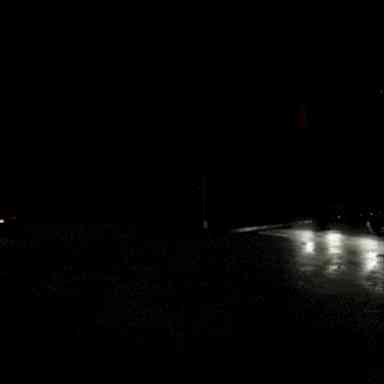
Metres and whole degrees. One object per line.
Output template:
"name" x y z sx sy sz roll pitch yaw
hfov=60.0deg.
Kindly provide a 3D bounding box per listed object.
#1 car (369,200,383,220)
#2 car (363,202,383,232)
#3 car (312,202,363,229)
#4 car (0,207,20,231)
"car" 16.771 1.431 27.633 5.357 1.411 2.033 0 0 -43
"car" 11.957 1.138 18.547 5.566 2.045 2.150 0 0 -41
"car" 9.487 1.403 21.033 5.008 1.535 1.882 0 0 -42
"car" -11.677 1.561 19.728 1.994 1.385 4.181 0 1 -39
